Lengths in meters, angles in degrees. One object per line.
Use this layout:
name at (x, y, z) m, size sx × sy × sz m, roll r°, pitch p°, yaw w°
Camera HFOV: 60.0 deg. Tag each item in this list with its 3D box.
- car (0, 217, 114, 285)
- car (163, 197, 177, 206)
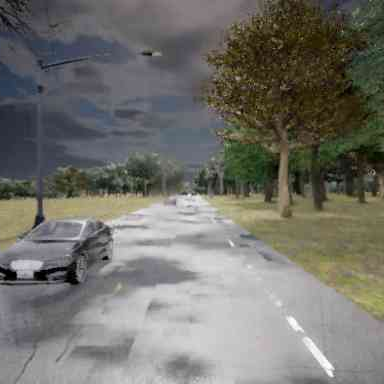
car at (-3.599, 1.516, 9.627) m, size 2.128 × 1.511 × 4.902 m, roll 0°, pitch 0°, yaw 0°
car at (-3.548, 1.555, 53.622) m, size 1.994 × 1.385 × 4.181 m, roll 0°, pitch 0°, yaw 0°
